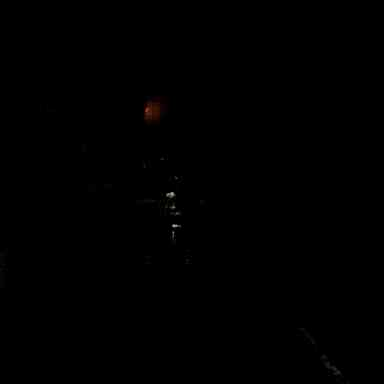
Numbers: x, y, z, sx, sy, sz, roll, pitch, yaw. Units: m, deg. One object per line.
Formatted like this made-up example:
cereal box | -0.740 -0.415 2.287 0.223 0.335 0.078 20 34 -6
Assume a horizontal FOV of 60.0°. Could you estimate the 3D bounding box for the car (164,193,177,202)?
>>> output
car | -3.506 0.930 55.069 2.128 1.511 4.902 0 2 0
